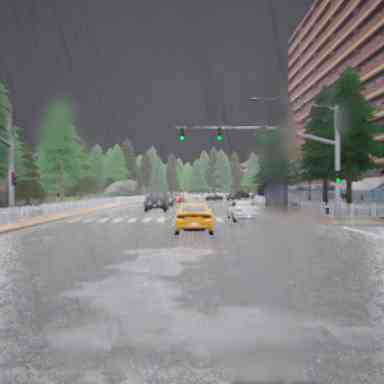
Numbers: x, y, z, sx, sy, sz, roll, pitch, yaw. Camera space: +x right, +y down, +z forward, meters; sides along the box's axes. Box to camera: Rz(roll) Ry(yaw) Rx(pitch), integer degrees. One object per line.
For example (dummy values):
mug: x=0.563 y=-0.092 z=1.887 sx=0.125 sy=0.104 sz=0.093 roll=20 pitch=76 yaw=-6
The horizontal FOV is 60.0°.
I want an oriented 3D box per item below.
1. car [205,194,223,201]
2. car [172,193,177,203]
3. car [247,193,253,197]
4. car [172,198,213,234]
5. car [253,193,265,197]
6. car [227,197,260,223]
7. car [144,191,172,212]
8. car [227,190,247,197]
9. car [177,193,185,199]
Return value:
car: x=4.297 y=1.047 z=63.073 sx=1.895 sy=1.301 sz=4.718 roll=0 pitch=1 yaw=30
car: x=-3.490 y=0.999 z=44.058 sx=2.097 sy=1.767 sz=4.553 roll=0 pitch=0 yaw=0
car: x=10.180 y=0.568 z=71.533 sx=2.150 sy=2.045 sz=5.566 roll=0 pitch=1 yaw=44
car: x=0.103 y=1.336 z=18.064 sx=1.882 sy=1.535 sz=5.008 roll=0 pitch=0 yaw=0
car: x=14.551 y=0.847 z=71.002 sx=4.902 sy=1.511 sz=2.128 roll=-1 pitch=1 yaw=-43
car: x=3.590 y=1.305 z=23.435 sx=1.812 sy=1.442 sz=4.674 roll=0 pitch=1 yaw=0
car: x=-3.578 y=0.949 z=34.417 sx=2.150 sy=2.045 sz=5.566 roll=0 pitch=0 yaw=0
car: x=8.128 y=0.931 z=62.834 sx=1.837 sy=1.490 sz=4.892 roll=0 pitch=1 yaw=30
car: x=-2.605 y=0.913 z=54.004 sx=2.097 sy=1.767 sz=4.553 roll=0 pitch=0 yaw=12
